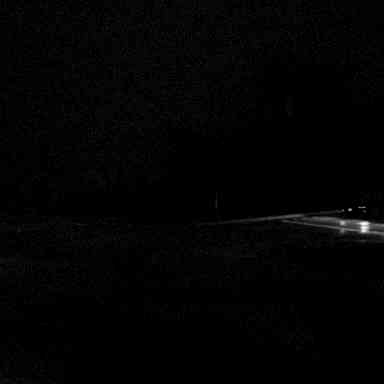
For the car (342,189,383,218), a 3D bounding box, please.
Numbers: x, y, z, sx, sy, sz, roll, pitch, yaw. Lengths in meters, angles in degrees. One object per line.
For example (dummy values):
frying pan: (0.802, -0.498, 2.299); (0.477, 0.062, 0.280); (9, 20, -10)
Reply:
car: (11.257, 0.644, 19.885); (4.892, 1.490, 1.837); (-3, 2, -21)
